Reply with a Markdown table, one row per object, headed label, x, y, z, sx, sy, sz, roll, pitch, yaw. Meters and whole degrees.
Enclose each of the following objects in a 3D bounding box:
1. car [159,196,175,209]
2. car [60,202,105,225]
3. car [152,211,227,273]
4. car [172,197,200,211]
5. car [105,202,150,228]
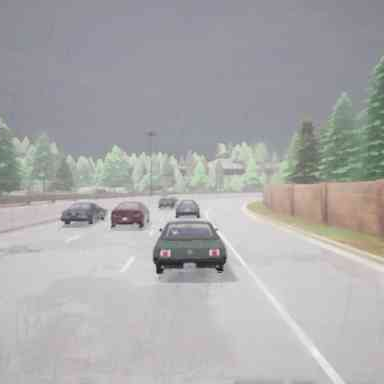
| label | x | y | z | sx | sy | sz | roll | pitch | yaw |
| --- | --- | --- | --- | --- | --- | --- | --- | --- | --- |
| car | -2.725 | 1.204 | 40.426 | 2.128 | 1.511 | 4.902 | 0 | 0 | 8 |
| car | -7.353 | 1.425 | 23.072 | 2.033 | 1.411 | 5.357 | 0 | 0 | -1 |
| car | -0.098 | 1.522 | 10.430 | 1.895 | 1.301 | 4.718 | 0 | 0 | -1 |
| car | -0.316 | 1.355 | 27.825 | 1.994 | 1.385 | 4.181 | 0 | 0 | 1 |
| car | -3.818 | 1.344 | 21.177 | 1.882 | 1.535 | 5.008 | 0 | 1 | -1 |
